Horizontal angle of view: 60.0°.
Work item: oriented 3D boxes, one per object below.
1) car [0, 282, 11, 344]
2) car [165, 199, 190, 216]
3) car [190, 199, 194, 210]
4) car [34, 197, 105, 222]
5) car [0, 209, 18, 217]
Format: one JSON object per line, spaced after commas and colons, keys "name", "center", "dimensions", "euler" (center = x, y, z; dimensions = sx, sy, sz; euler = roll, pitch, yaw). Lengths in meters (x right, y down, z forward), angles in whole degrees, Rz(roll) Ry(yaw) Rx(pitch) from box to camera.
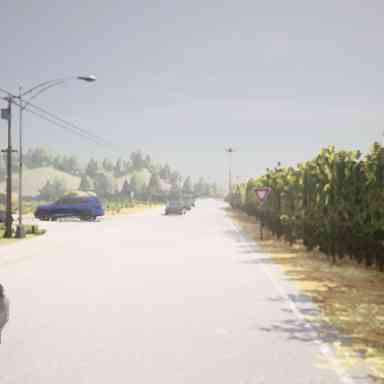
{"name": "car", "center": [-3.547, 1.549, 2.913], "dimensions": [1.812, 1.442, 4.674], "euler": [0, 0, 3]}
{"name": "car", "center": [-1.771, 1.802, 37.234], "dimensions": [1.837, 1.490, 4.892], "euler": [0, 0, 7]}
{"name": "car", "center": [-1.085, 1.881, 47.103], "dimensions": [1.837, 1.490, 4.892], "euler": [0, 0, 3]}
{"name": "car", "center": [-10.152, 1.411, 27.787], "dimensions": [5.566, 2.045, 2.150], "euler": [0, -1, -1]}
{"name": "car", "center": [-15.091, 1.652, 23.988], "dimensions": [4.902, 1.511, 2.128], "euler": [0, 0, 3]}
